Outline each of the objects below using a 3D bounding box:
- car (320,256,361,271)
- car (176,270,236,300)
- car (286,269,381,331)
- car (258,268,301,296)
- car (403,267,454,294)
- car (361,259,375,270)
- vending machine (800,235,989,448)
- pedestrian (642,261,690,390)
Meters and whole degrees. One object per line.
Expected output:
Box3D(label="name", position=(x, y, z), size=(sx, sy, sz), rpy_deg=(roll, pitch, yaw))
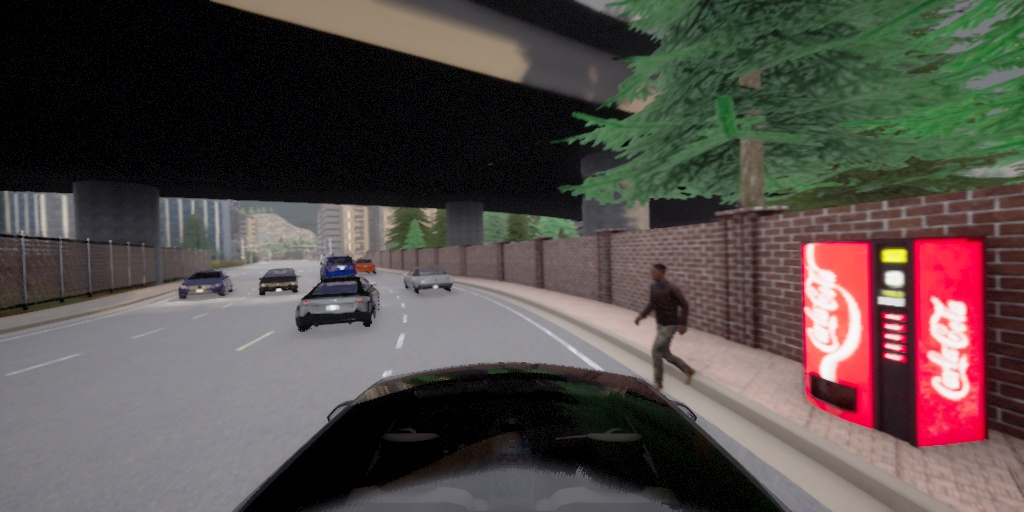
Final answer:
Box3D(label="car", position=(-13.955, 1.027, 28.723), size=(2.150, 2.045, 5.566), rpy_deg=(-2, 1, -32))
Box3D(label="car", position=(-17.265, 1.544, 20.423), size=(1.812, 1.442, 4.674), rpy_deg=(-2, 1, -31))
Box3D(label="car", position=(-5.367, 1.343, 11.494), size=(1.994, 1.385, 4.181), rpy_deg=(-2, 1, -17))
Box3D(label="car", position=(-13.817, 1.448, 21.453), size=(2.033, 1.411, 5.357), rpy_deg=(-2, 1, -30))
Box3D(label="car", position=(-4.744, 1.249, 19.777), size=(1.895, 1.301, 4.718), rpy_deg=(-2, 1, -26))
Box3D(label="car", position=(-16.361, 1.089, 39.069), size=(2.097, 1.767, 4.553), rpy_deg=(-2, 1, -32))
Box3D(label="vending machine", position=(3.937, 0.798, 3.797), size=(1.100, 2.100, 0.880), rpy_deg=(0, 0, -7))
Box3D(label="pedestrian", position=(2.151, 0.933, 5.042), size=(0.375, 1.860, 0.375), rpy_deg=(-2, 1, -9))
